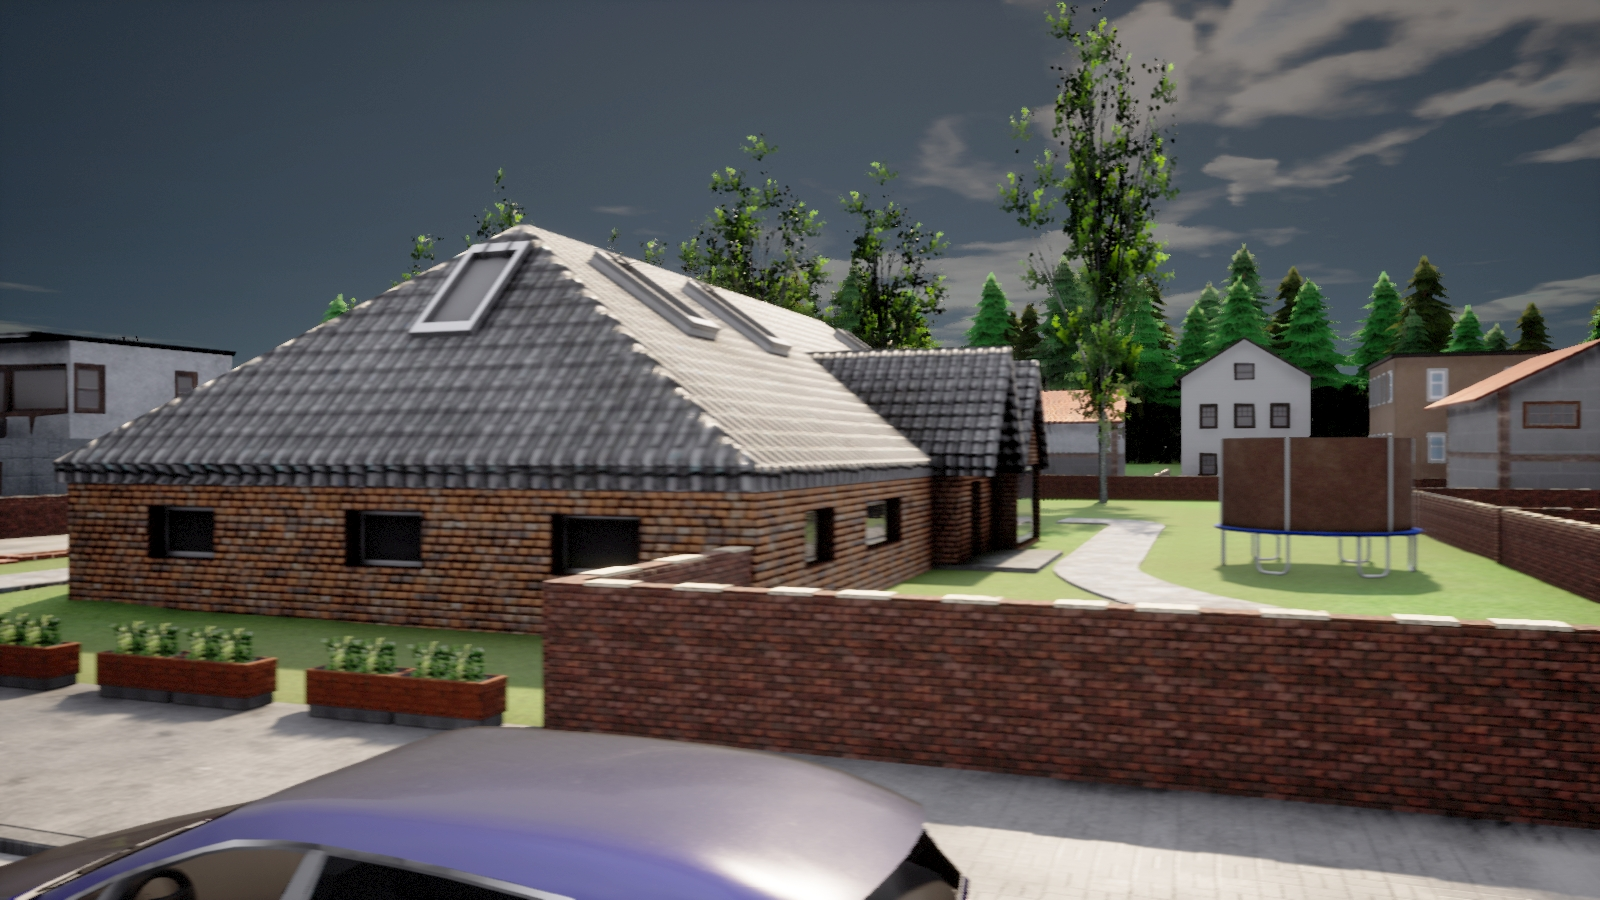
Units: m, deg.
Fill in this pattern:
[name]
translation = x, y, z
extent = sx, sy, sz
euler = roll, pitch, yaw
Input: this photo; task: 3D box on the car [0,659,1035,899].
[car]
translation = -1.589, 1.968, 4.379
extent = 4.611, 1.667, 2.242
euler = 0, 0, 20
